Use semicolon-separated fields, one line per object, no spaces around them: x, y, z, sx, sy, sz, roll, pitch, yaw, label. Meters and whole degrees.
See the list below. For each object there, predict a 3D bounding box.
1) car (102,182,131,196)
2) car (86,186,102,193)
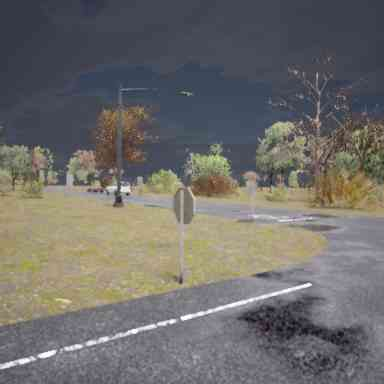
-11.470;-0.502;51.463;2.150;2.045;5.566;0;2;-36;car
-17.545;-0.459;59.947;1.895;1.301;4.718;0;2;-36;car
